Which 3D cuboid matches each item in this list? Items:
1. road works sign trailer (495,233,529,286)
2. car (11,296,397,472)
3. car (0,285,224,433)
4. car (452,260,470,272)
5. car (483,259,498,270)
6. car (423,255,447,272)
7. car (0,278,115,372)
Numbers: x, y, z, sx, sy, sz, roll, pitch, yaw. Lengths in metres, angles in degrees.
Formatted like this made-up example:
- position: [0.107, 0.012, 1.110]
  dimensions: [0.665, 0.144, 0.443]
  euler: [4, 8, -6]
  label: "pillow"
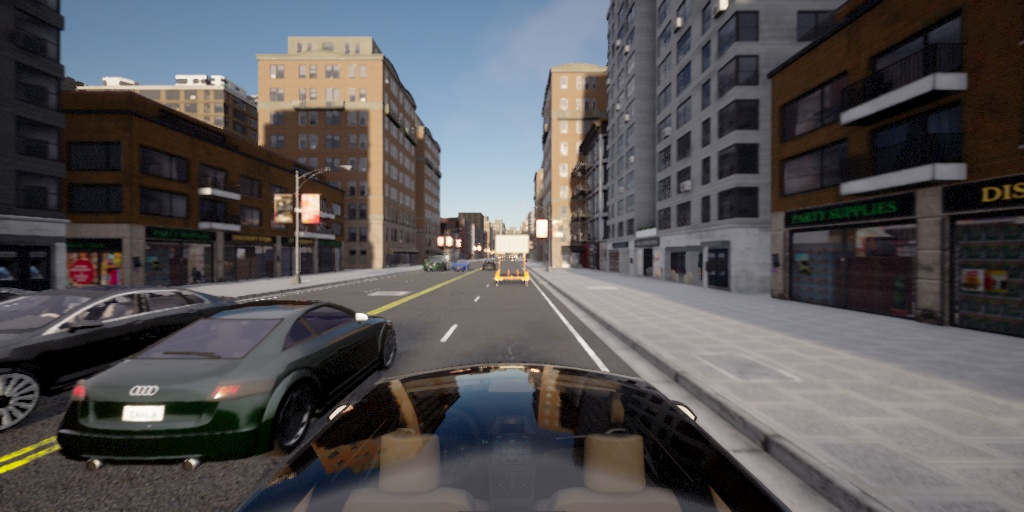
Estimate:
- position: [0.008, 0.202, 25.182]
  dimensions: [2.380, 3.560, 2.880]
  euler: [0, 0, 0]
  label: "road works sign trailer"
- position: [-3.148, 1.313, 5.069]
  dimensions: [1.994, 1.385, 4.181]
  euler: [0, 0, 0]
  label: "car"
- position: [-6.598, 1.240, 5.495]
  dimensions: [2.128, 1.511, 4.902]
  euler: [0, 0, 0]
  label: "car"
- position: [-6.566, 1.206, 46.459]
  dimensions: [1.882, 1.535, 5.008]
  euler: [0, 0, 0]
  label: "car"
- position: [-3.133, 1.231, 51.371]
  dimensions: [1.837, 1.490, 4.892]
  euler: [0, 0, 0]
  label: "car"
- position: [-9.818, 0.951, 46.123]
  dimensions: [2.150, 2.045, 5.566]
  euler: [0, 0, 0]
  label: "car"
- position: [-9.847, 1.241, 5.481]
  dimensions: [2.128, 1.511, 4.902]
  euler: [0, 0, 0]
  label: "car"
